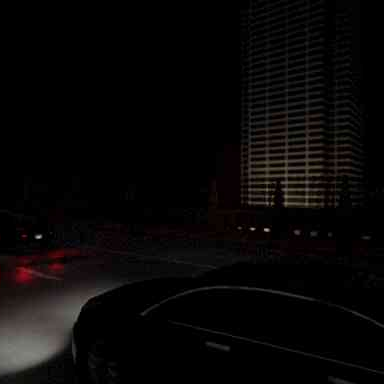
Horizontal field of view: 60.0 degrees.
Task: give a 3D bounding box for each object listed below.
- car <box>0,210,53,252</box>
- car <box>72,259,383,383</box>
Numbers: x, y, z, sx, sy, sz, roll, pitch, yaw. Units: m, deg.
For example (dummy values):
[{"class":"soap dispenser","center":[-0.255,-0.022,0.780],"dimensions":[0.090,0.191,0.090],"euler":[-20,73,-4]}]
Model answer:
[{"class":"car","center":[-7.567,1.471,13.686],"dimensions":[4.674,1.442,1.812],"euler":[0,0,35]},{"class":"car","center":[0.756,1.500,3.454],"dimensions":[4.892,1.490,1.837],"euler":[0,0,35]}]
